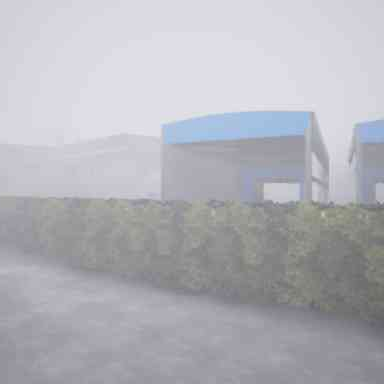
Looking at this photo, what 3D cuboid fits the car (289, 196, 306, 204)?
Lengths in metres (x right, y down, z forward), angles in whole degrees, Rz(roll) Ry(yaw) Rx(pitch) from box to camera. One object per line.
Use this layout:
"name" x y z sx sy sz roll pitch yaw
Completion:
"car" 25.189 1.895 79.266 2.152 1.636 5.027 0 -1 42

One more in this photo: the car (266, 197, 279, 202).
"car" 20.199 1.980 83.314 1.970 1.475 3.806 0 -1 42

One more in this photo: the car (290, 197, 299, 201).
"car" 20.025 1.861 59.578 2.007 1.523 4.514 0 -1 42
